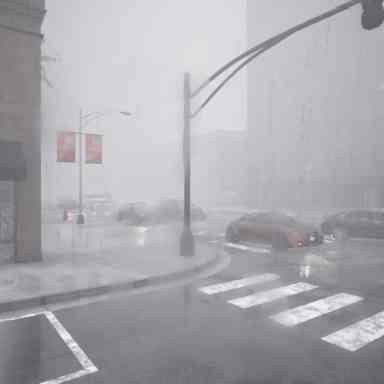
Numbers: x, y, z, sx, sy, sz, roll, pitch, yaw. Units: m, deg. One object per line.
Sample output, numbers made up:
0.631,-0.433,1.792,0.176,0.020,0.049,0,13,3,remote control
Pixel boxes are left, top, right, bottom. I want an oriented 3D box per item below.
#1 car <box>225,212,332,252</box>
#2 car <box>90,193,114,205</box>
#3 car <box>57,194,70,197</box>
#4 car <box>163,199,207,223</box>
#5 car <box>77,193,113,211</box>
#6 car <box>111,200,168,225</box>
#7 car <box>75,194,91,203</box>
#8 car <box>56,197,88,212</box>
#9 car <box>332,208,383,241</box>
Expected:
3.331,1.554,14.038,1.994,1.385,4.181,0,0,-36,car
-15.480,1.129,57.180,2.150,2.045,5.566,0,0,-36,car
-25.103,1.246,64.986,2.097,1.767,4.553,0,0,-36,car
-0.855,1.319,25.412,2.097,1.767,4.553,0,0,-36,car
-11.976,1.163,40.886,2.150,2.045,5.566,0,0,-36,car
-3.917,1.496,24.099,1.812,1.442,4.674,0,0,-36,car
-21.522,1.243,65.473,2.097,1.767,4.553,0,0,-32,car
-13.811,1.547,37.868,1.895,1.301,4.718,0,0,-36,car
8.403,1.497,14.997,4.892,1.490,1.837,0,0,37,car
